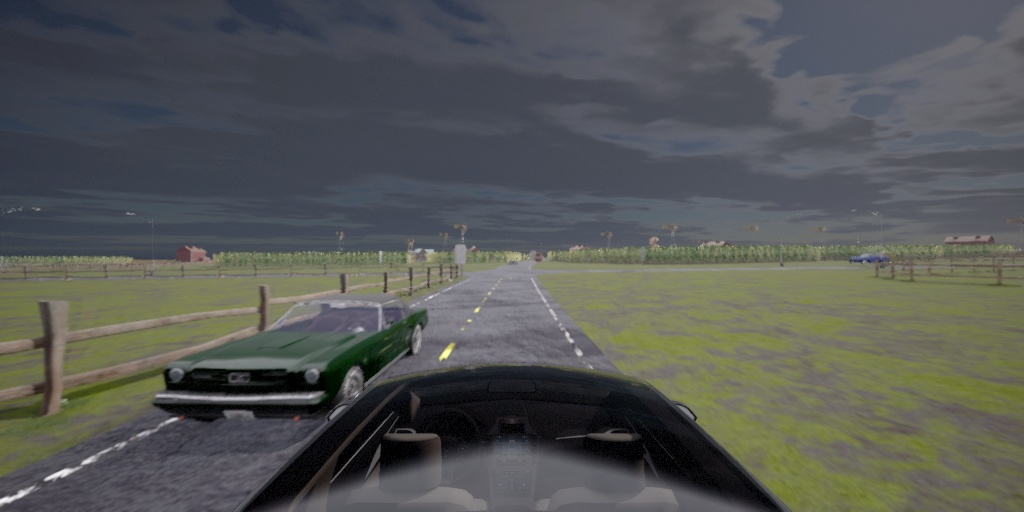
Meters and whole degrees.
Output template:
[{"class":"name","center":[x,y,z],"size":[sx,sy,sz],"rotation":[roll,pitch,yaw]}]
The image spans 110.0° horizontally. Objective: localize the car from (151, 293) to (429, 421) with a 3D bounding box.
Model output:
[{"class":"car","center":[-2.828,1.356,5.938],"size":[1.895,1.301,4.718],"rotation":[0,0,0]}]
